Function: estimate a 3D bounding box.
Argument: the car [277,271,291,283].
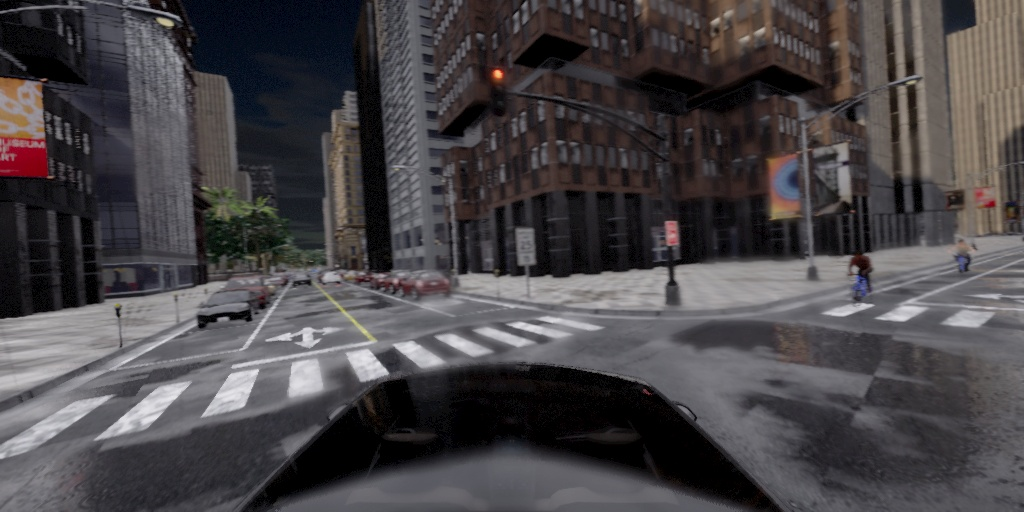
[{"bbox_3d":[-31.502,3.141,48.434,2.192,1.841,5.009,0,0,-31],"label":"car"}]

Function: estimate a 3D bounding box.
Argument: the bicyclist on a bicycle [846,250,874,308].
[{"bbox_3d":[10.180,0.655,10.445,1.656,1.620,0.582,-4,0,-31],"label":"bicyclist on a bicycle"}]

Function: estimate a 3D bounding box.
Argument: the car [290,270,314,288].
[{"bbox_3d":[-25.311,2.886,43.268,1.882,1.535,5.008,-4,0,-31],"label":"car"}]

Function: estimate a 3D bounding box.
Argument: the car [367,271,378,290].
[{"bbox_3d":[-10.412,1.998,29.402,1.802,1.307,4.207,0,0,-31],"label":"car"}]

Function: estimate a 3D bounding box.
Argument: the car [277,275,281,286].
[{"bbox_3d":[-20.404,2.636,29.598,1.751,1.417,4.829,0,0,-31],"label":"car"}]

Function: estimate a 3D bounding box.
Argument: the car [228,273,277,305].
[{"bbox_3d":[-14.985,2.072,20.400,2.192,1.841,5.009,0,0,-31],"label":"car"}]

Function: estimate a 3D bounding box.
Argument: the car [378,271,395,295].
[{"bbox_3d":[-7.660,1.679,24.731,1.967,1.591,4.097,0,0,-31],"label":"car"}]

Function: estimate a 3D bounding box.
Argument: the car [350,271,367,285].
[{"bbox_3d":[-15.917,2.316,38.745,1.888,1.381,4.507,0,0,-31],"label":"car"}]

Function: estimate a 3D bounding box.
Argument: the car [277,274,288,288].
[{"bbox_3d":[-28.749,3.229,43.762,1.802,1.307,4.207,0,0,-31],"label":"car"}]

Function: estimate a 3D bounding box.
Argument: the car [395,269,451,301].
[{"bbox_3d":[-4.907,1.502,20.059,1.967,1.591,4.097,0,0,-31],"label":"car"}]

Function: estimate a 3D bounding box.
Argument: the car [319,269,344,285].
[{"bbox_3d":[-21.771,2.689,43.233,1.812,1.442,4.674,-4,0,-30],"label":"car"}]

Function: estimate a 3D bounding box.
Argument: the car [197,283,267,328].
[{"bbox_3d":[-12.232,2.146,15.727,1.948,1.339,4.313,0,0,-31],"label":"car"}]

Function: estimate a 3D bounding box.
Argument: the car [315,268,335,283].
[{"bbox_3d":[-25.910,2.784,50.169,2.097,1.767,4.553,-4,0,-31],"label":"car"}]

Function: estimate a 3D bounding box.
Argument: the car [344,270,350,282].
[{"bbox_3d":[-21.508,2.654,48.235,1.751,1.417,4.829,0,0,-31],"label":"car"}]

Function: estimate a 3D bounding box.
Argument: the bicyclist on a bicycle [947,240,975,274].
[{"bbox_3d":[21.623,0.022,17.215,1.509,1.612,0.866,-3,0,-31],"label":"bicyclist on a bicycle"}]
